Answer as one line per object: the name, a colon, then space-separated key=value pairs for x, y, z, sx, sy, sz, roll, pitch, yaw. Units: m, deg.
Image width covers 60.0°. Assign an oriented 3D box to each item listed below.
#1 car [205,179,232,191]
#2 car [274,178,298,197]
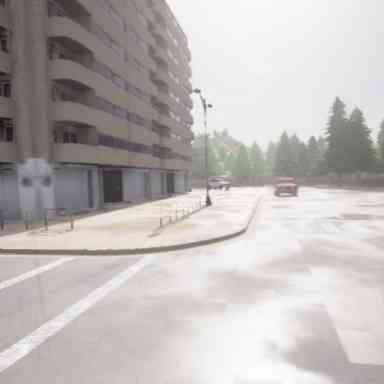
car: x=4.837 y=-1.438 z=61.986 sx=2.150 sy=2.045 sz=5.566 roll=-2 pitch=2 yaw=-40
car: x=10.297 y=-0.549 z=36.652 sx=2.150 sy=2.045 sz=5.566 roll=-1 pitch=3 yaw=10
